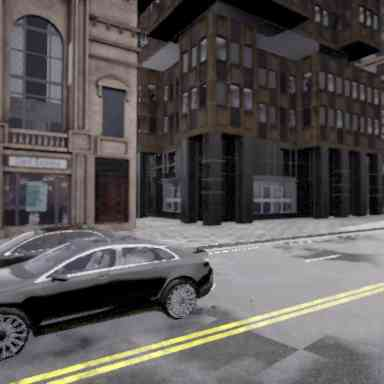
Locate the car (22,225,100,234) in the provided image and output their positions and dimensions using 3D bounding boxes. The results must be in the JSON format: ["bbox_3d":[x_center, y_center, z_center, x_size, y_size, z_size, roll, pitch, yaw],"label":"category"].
[{"bbox_3d":[-3.794,1.687,8.755,4.892,1.490,1.837,0,-1,-32],"label":"car"}]

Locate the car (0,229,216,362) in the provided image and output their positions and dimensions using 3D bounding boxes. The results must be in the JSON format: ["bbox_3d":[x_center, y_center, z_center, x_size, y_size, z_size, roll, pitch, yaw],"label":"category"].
[{"bbox_3d":[-1.857,1.615,6.136,4.902,1.511,2.128,0,-1,-32],"label":"car"}]
